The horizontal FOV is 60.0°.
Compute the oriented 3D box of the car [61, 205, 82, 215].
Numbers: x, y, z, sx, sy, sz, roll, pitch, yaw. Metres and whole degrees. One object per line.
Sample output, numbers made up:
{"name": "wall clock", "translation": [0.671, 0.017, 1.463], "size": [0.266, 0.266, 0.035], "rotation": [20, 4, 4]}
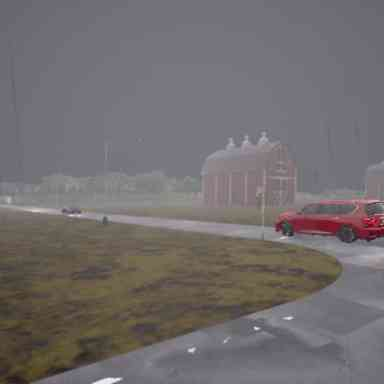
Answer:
{"name": "car", "translation": [-18.319, 2.669, 50.217], "size": [2.033, 1.411, 5.357], "rotation": [1, -2, -36]}

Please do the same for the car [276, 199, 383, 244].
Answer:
{"name": "car", "translation": [6.835, 1.413, 16.689], "size": [2.150, 2.045, 5.566], "rotation": [-4, 1, -35]}
